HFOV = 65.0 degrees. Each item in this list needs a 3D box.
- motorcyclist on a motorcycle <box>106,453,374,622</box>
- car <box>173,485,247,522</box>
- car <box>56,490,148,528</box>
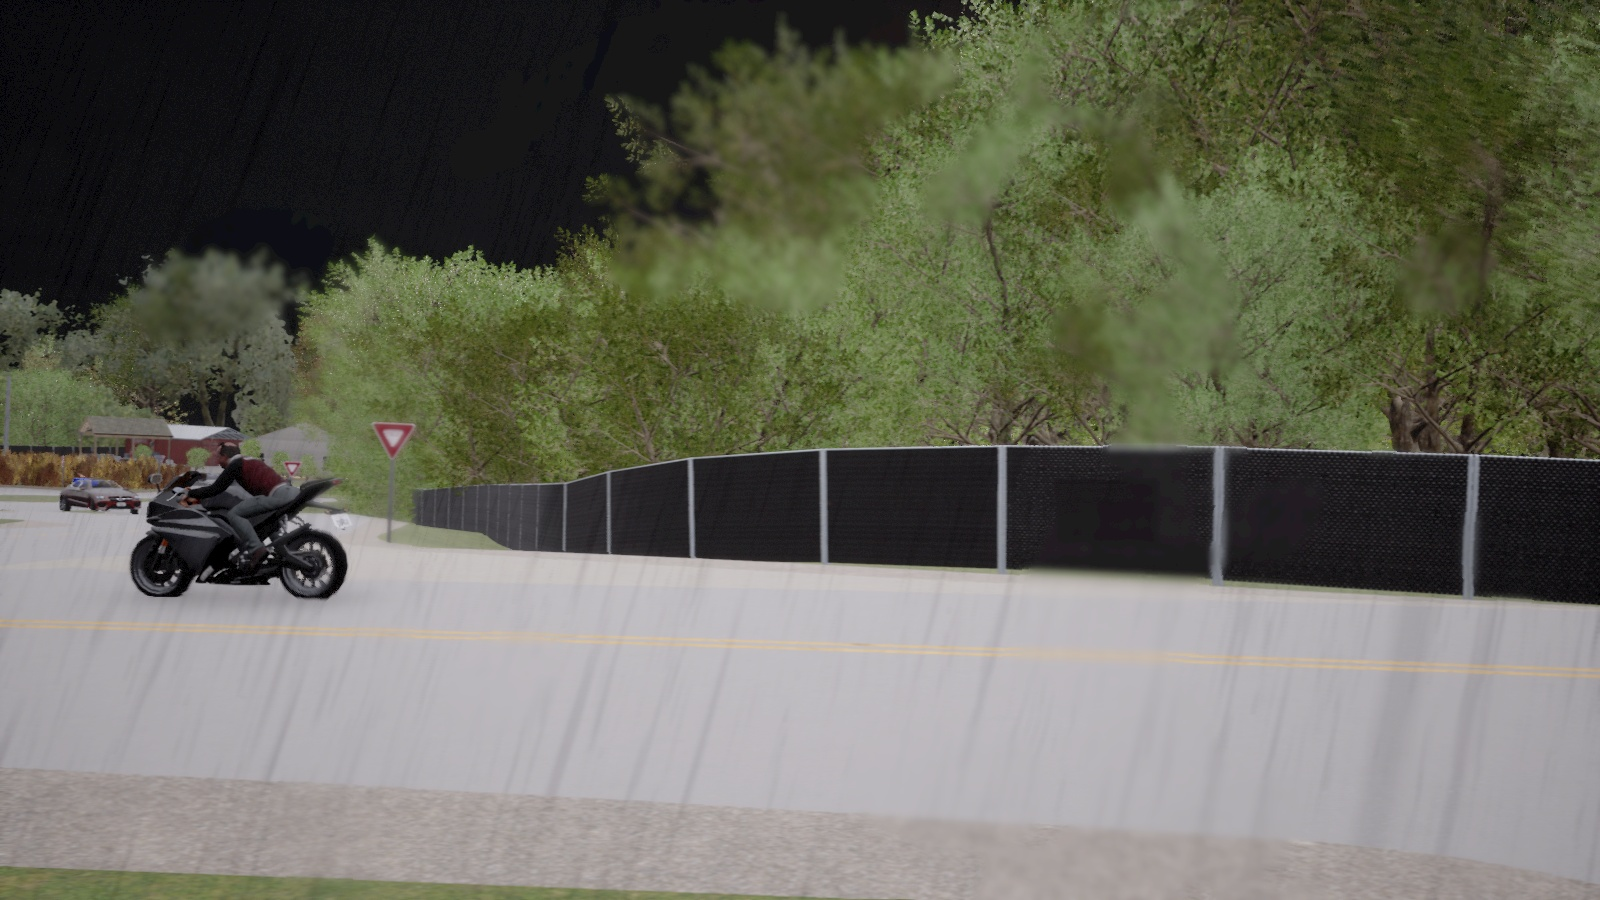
[{"bbox_3d":[-5.343,0.823,12.045,2.191,1.530,0.866,-1,0,8],"label":"motorcyclist on a motorcycle"},{"bbox_3d":[-31.611,2.839,67.435,2.152,1.651,5.027,1,1,-8],"label":"car"},{"bbox_3d":[-33.624,2.813,60.444,5.027,1.651,2.152,0,-1,40],"label":"car"}]
